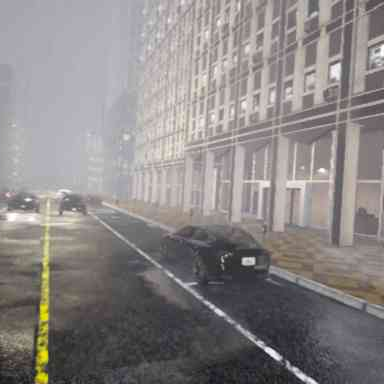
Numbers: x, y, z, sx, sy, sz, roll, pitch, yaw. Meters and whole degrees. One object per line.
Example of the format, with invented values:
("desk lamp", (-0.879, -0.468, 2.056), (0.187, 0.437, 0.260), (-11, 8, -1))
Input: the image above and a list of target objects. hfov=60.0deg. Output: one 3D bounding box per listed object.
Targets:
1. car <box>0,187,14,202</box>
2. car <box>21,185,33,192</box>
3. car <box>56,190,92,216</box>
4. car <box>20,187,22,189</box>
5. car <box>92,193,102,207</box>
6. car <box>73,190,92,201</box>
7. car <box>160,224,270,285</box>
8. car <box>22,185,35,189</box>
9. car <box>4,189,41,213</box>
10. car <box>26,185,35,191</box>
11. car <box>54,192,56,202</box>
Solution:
("car", (-18.325, 0.203, 32.088), (1.967, 1.590, 4.097), (3, 0, -23))
("car", (-33.878, -0.760, 68.427), (2.008, 1.369, 4.403), (3, 0, -23))
("car", (-8.785, 0.863, 24.431), (1.837, 1.490, 4.892), (3, 0, -23))
("car", (-20.554, 0.190, 37.280), (1.802, 1.307, 4.206), (3, 0, -23))
("car", (-10.641, 0.743, 35.391), (1.887, 1.381, 4.507), (3, 0, -23))
("car", (-15.084, 0.440, 45.774), (2.008, 1.369, 4.403), (3, 0, -23))
("car", (0.463, 1.542, 9.435), (1.947, 1.339, 4.313), (3, 0, -23))
("car", (-31.658, -0.608, 63.236), (2.008, 1.369, 4.403), (3, 0, -23))
("car", (-12.172, 0.725, 24.338), (1.994, 1.385, 4.181), (3, 0, -23))
("car", (-39.005, -1.078, 80.279), (1.802, 1.307, 4.206), (3, 0, -23))
("car", (-14.568, 0.481, 37.932), (1.812, 1.442, 4.674), (3, 1, -23))
